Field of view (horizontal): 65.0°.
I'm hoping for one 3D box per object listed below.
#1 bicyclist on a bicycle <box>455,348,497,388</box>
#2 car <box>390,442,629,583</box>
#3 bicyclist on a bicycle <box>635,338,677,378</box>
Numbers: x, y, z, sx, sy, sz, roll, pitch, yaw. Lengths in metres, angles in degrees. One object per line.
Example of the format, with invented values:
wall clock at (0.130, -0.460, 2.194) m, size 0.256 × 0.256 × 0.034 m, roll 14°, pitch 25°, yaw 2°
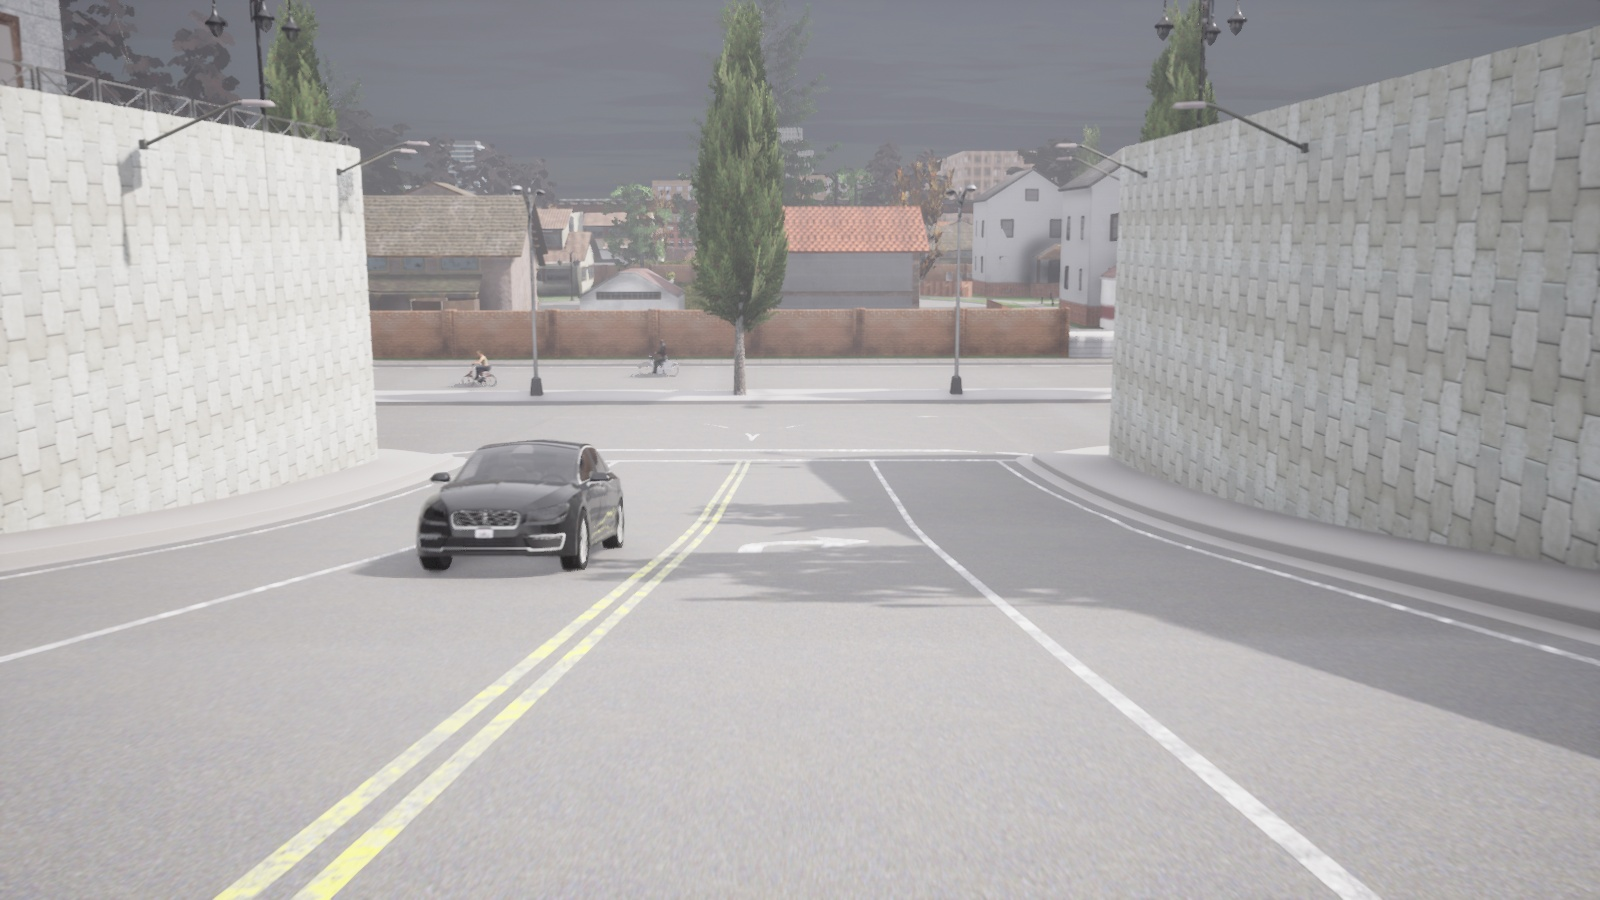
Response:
bicyclist on a bicycle at (-13.959, -3.545, 54.173) m, size 1.509 × 1.612 × 0.866 m, roll 0°, pitch 10°, yaw -1°
car at (-3.397, 0.644, 15.691) m, size 1.837 × 1.490 × 4.892 m, roll 0°, pitch 0°, yaw 0°
bicyclist on a bicycle at (-6.616, -4.231, 57.711) m, size 1.843 × 1.776 × 0.659 m, roll 0°, pitch 10°, yaw -1°
